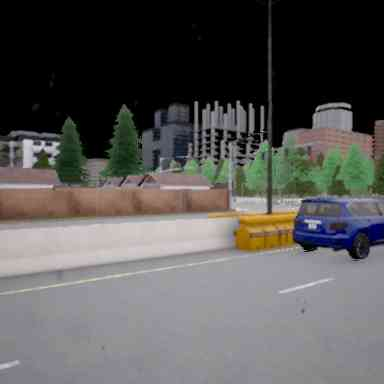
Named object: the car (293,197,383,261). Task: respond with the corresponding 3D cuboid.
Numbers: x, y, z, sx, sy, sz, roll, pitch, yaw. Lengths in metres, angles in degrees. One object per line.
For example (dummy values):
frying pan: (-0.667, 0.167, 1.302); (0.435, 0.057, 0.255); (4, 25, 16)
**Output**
car: (6.182, 1.217, 12.538); (5.566, 2.045, 2.150); (0, 0, -35)
